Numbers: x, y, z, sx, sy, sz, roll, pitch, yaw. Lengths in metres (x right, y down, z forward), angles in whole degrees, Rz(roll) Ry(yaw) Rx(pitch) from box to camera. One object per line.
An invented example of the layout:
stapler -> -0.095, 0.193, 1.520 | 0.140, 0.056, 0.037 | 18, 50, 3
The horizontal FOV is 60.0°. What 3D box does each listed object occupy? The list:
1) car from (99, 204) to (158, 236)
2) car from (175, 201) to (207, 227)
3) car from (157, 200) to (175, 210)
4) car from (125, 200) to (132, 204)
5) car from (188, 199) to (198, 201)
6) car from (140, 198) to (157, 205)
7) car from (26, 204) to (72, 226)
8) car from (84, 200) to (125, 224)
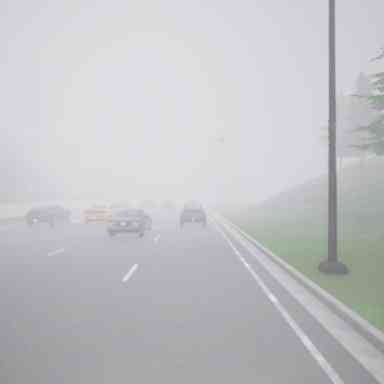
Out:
car -> -3.422, 1.667, 19.067 | 2.033, 1.411, 5.357 | 0, 0, 0
car -> 0.072, 1.644, 24.485 | 2.128, 1.511, 4.902 | 0, 0, 0
car -> -3.512, 1.870, 49.246 | 1.994, 1.385, 4.181 | 0, 0, 3
car -> -10.467, 1.860, 50.191 | 2.033, 1.411, 5.357 | 0, 0, 3
car -> 0.121, 1.820, 50.359 | 1.837, 1.490, 4.892 | 0, 0, 5
car -> -6.710, 1.676, 52.173 | 2.097, 1.767, 4.553 | 0, 0, 6
car -> -10.428, 1.659, 24.568 | 1.837, 1.490, 4.892 | 0, 0, 0
car -> -6.930, 1.641, 26.095 | 1.882, 1.535, 5.008 | 0, 0, 0
